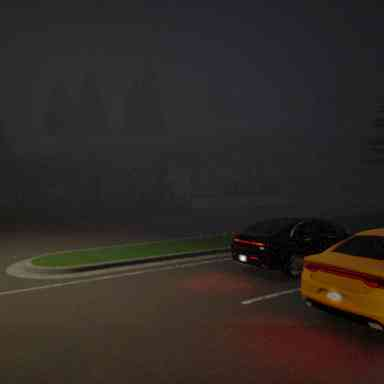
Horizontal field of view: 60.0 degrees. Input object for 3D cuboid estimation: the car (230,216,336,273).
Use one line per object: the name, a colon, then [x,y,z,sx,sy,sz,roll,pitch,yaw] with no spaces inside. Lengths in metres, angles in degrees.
car: [3.409,1.475,9.976,4.892,1.490,1.837,0,0,-31]

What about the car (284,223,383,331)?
car: [4.307,1.454,6.460,5.008,1.535,1.882,0,0,-32]
